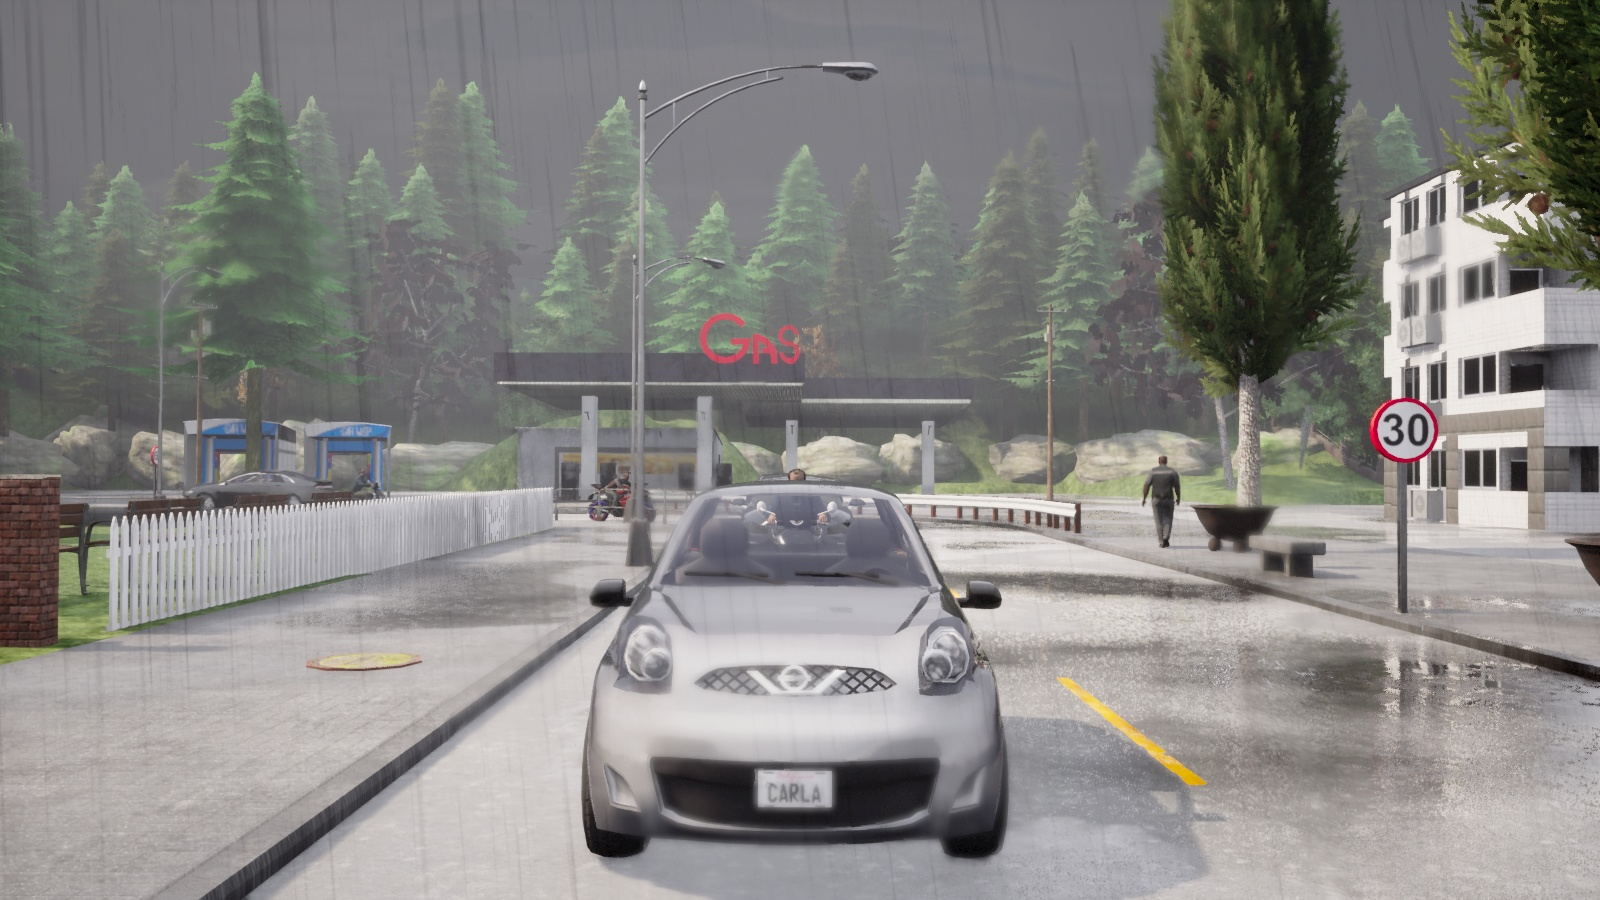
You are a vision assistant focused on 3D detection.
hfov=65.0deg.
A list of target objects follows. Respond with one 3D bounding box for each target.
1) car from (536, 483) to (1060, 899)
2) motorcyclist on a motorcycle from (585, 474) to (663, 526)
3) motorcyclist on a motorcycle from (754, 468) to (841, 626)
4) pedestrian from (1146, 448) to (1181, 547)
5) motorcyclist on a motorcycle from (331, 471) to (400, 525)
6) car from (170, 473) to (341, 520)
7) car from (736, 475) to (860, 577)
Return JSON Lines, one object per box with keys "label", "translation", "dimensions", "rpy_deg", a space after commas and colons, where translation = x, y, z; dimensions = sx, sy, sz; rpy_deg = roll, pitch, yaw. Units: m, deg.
{"label": "car", "translation": [-0.011, 0.933, 6.254], "dimensions": [1.845, 1.501, 3.633], "rpy_deg": [0, -1, 0]}
{"label": "motorcyclist on a motorcycle", "translation": [-5.334, 1.510, 38.093], "dimensions": [2.191, 1.530, 0.866], "rpy_deg": [0, -1, 17]}
{"label": "motorcyclist on a motorcycle", "translation": [-0.026, 0.996, 13.600], "dimensions": [0.866, 1.590, 1.817], "rpy_deg": [0, -1, 0]}
{"label": "pedestrian", "translation": [7.035, 0.903, 24.314], "dimensions": [0.563, 1.883, 0.849], "rpy_deg": [-1, -1, 21]}
{"label": "motorcyclist on a motorcycle", "translation": [-13.418, 1.471, 38.821], "dimensions": [1.817, 1.590, 0.866], "rpy_deg": [-2, -1, 0]}
{"label": "car", "translation": [-18.473, 1.562, 42.805], "dimensions": [4.902, 1.511, 2.128], "rpy_deg": [0, -1, 0]}
{"label": "car", "translation": [-0.031, 1.172, 21.019], "dimensions": [1.837, 1.490, 4.892], "rpy_deg": [0, -1, 0]}
